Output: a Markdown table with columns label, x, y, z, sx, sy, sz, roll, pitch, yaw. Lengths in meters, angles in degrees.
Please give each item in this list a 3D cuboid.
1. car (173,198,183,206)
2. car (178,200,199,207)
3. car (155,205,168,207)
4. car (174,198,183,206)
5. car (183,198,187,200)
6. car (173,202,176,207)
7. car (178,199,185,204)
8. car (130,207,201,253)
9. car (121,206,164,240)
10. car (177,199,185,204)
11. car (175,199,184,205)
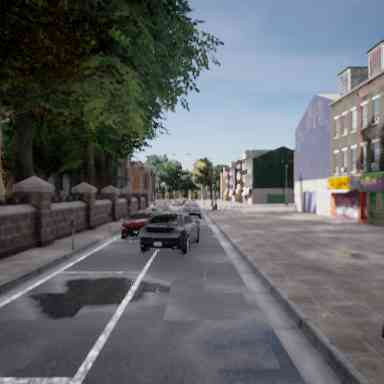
| label | x | y | z | sx | sy | sz | roll | pitch | yaw |
| --- | --- | --- | --- | --- | --- | --- | --- | --- | --- |
| car | -2.897 | 2.153 | 67.955 | 1.967 | 1.590 | 4.097 | -1 | -1 | 0 |
| car | -0.030 | 1.865 | 33.386 | 2.033 | 1.411 | 5.357 | 0 | -1 | 0 |
| car | -2.731 | 1.772 | 23.948 | 2.008 | 1.369 | 4.403 | -1 | -1 | 0 |
| car | -2.917 | 2.219 | 73.389 | 1.967 | 1.590 | 4.097 | -1 | -1 | 0 |
| car | -0.090 | 1.975 | 49.649 | 1.882 | 1.535 | 5.008 | 0 | -1 | 0 |
| car | -2.752 | 1.845 | 29.636 | 1.947 | 1.339 | 4.313 | -1 | -1 | 0 |
| car | -2.997 | 2.604 | 95.125 | 2.008 | 1.369 | 4.403 | -1 | -1 | 0 |
| car | -0.825 | 1.634 | 14.314 | 1.837 | 1.490 | 4.892 | 0 | 0 | 10 |
| car | -2.710 | 1.710 | 18.259 | 1.887 | 1.381 | 4.507 | 0 | -1 | 0 |
| car | -2.977 | 2.528 | 89.690 | 1.887 | 1.381 | 4.507 | -1 | -1 | 0 |
| car | -2.936 | 2.412 | 78.821 | 1.947 | 1.339 | 4.313 | -1 | -1 | 0 |
